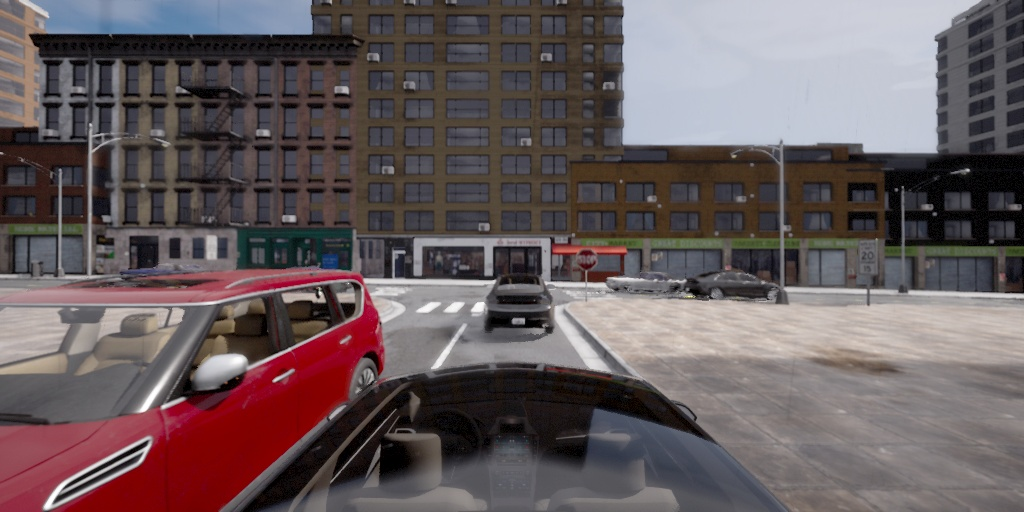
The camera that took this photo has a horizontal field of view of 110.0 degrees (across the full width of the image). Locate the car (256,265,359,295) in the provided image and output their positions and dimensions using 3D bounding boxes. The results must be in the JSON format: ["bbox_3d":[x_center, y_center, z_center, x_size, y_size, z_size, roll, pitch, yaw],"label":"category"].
[{"bbox_3d":[-10.465,1.210,18.626,4.181,1.385,1.994,1,0,0],"label":"car"}]

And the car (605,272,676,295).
[{"bbox_3d":[8.141,1.608,21.658,4.718,1.301,1.895,1,0,0],"label":"car"}]

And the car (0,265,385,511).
[{"bbox_3d":[-2.638,1.068,2.785,2.192,1.841,5.009,0,0,0],"label":"car"}]

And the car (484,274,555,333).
[{"bbox_3d":[0.251,1.285,10.903,1.837,1.490,4.892,0,0,2],"label":"car"}]

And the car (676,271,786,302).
[{"bbox_3d":[11.582,1.566,18.729,4.892,1.490,1.837,1,0,0],"label":"car"}]

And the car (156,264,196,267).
[{"bbox_3d":[-20.442,1.109,21.524,4.718,1.301,1.895,1,0,0],"label":"car"}]
